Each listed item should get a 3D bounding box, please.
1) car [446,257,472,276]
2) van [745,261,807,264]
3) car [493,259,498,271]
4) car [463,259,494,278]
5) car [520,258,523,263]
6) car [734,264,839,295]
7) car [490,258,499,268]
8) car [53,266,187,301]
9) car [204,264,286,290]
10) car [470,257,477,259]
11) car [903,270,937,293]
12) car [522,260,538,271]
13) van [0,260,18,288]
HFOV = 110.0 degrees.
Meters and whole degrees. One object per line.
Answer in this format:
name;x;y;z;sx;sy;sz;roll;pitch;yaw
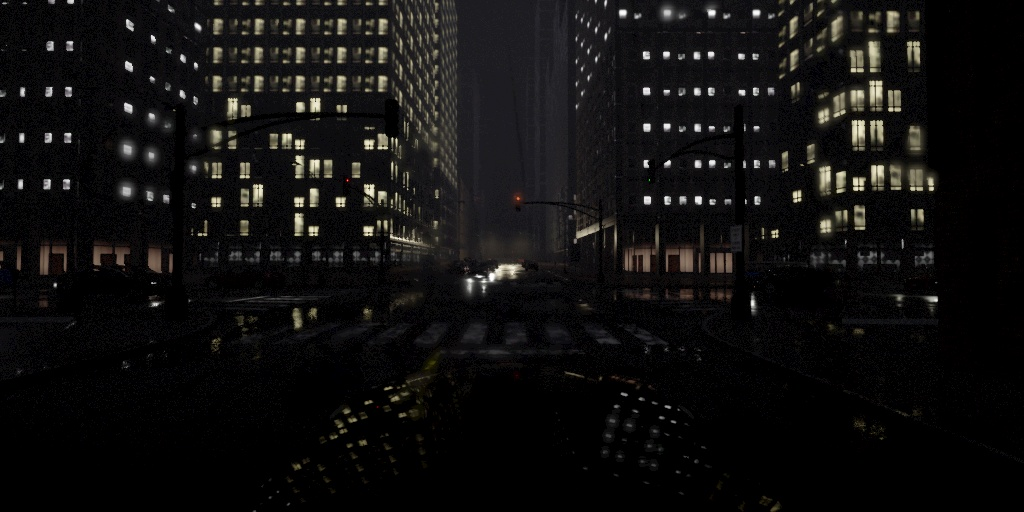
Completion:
car;-5.701;1.203;37.602;1.967;1.591;4.097;0;0;0
van;15.975;1.210;22.098;3.998;1.789;1.690;0;0;0
car;-3.113;1.367;44.433;1.895;1.301;4.718;0;0;0
car;-3.112;1.310;34.523;2.033;1.411;5.357;0;0;0
car;2.673;1.298;60.143;1.751;1.417;4.829;0;0;0
car;14.868;1.321;19.526;4.892;1.490;1.837;0;-1;0
car;-3.102;1.248;56.025;1.882;1.535;5.008;0;0;0
car;-17.730;1.192;16.390;4.902;1.511;2.128;0;-1;0
car;-16.499;1.255;22.162;4.097;1.591;1.967;0;0;0
car;-5.705;1.082;48.752;2.192;1.841;5.009;0;0;0
car;24.347;1.313;19.504;5.008;1.535;1.882;0;-1;0
car;2.676;1.350;48.817;1.802;1.307;4.207;0;0;0
van;-33.445;1.132;22.195;3.998;1.789;1.690;0;0;0
